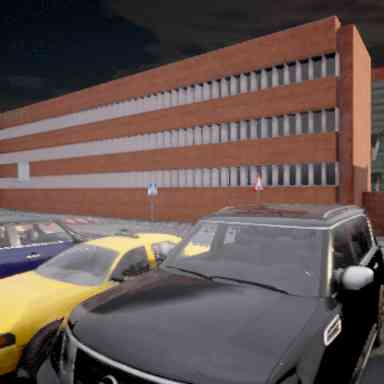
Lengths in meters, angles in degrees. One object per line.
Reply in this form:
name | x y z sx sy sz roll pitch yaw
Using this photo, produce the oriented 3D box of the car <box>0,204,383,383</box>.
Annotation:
car | 1.024 1.220 4.226 2.435 2.045 5.566 0 0 35
